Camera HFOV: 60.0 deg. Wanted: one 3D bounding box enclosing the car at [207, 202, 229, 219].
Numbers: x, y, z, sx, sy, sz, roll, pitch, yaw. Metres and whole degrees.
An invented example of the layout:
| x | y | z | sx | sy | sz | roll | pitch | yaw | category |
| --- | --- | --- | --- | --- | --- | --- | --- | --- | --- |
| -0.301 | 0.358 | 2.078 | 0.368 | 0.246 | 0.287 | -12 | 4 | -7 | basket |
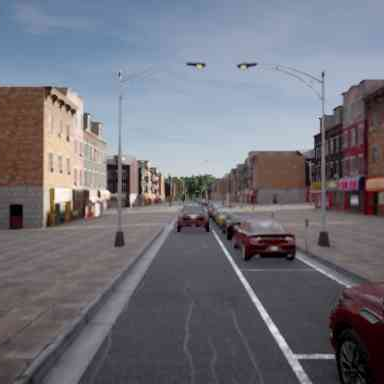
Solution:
| x | y | z | sx | sy | sz | roll | pitch | yaw | category |
| --- | --- | --- | --- | --- | --- | --- | --- | --- | --- |
| 2.613 | 1.867 | 34.725 | 1.967 | 1.590 | 4.097 | 0 | -1 | 0 | car |

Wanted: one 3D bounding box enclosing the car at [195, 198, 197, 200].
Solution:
| x | y | z | sx | sy | sz | roll | pitch | yaw | category |
| --- | --- | --- | --- | --- | --- | --- | --- | --- | --- |
| 2.579 | 2.492 | 82.933 | 2.192 | 1.841 | 5.009 | -1 | -1 | 0 | car |

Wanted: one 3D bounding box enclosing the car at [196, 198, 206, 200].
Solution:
| x | y | z | sx | sy | sz | roll | pitch | yaw | category |
| --- | --- | --- | --- | --- | --- | --- | --- | --- | --- |
| 2.584 | 2.525 | 77.530 | 1.967 | 1.590 | 4.097 | -1 | -1 | 0 | car |

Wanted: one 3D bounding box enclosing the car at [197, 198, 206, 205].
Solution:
| x | y | z | sx | sy | sz | roll | pitch | yaw | category |
| --- | --- | --- | --- | --- | --- | --- | --- | --- | --- |
| 2.576 | 2.586 | 88.335 | 2.192 | 1.841 | 5.009 | -1 | -1 | 0 | car |

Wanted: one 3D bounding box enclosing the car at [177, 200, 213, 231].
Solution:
| x | y | z | sx | sy | sz | roll | pitch | yaw | category |
| --- | --- | --- | --- | --- | --- | --- | --- | --- | --- |
| 0.087 | 1.623 | 22.886 | 2.097 | 1.767 | 4.553 | 0 | -1 | 0 | car |

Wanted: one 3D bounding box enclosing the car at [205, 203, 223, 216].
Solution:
| x | y | z | sx | sy | sz | roll | pitch | yaw | category |
| --- | --- | --- | --- | --- | --- | --- | --- | --- | --- |
| 2.610 | 2.084 | 40.189 | 1.802 | 1.307 | 4.206 | 0 | -1 | 0 | car |

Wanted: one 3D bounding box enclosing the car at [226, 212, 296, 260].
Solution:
| x | y | z | sx | sy | sz | roll | pitch | yaw | category |
| --- | --- | --- | --- | --- | --- | --- | --- | --- | --- |
| 2.627 | 1.693 | 12.858 | 1.887 | 1.381 | 4.507 | 0 | -1 | 0 | car |

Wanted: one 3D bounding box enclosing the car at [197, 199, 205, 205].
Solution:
| x | y | z | sx | sy | sz | roll | pitch | yaw | category |
| --- | --- | --- | --- | --- | --- | --- | --- | --- | --- |
| 2.574 | 2.807 | 93.735 | 1.967 | 1.590 | 4.097 | -1 | -1 | 0 | car |

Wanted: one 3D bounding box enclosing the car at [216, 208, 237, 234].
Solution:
| x | y | z | sx | sy | sz | roll | pitch | yaw | category |
| --- | --- | --- | --- | --- | --- | --- | --- | --- | --- |
| 2.624 | 1.781 | 18.324 | 1.947 | 1.339 | 4.313 | 0 | -1 | 0 | car |

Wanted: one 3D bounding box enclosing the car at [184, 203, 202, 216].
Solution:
| x | y | z | sx | sy | sz | roll | pitch | yaw | category |
| --- | --- | --- | --- | --- | --- | --- | --- | --- | --- |
| 0.075 | 2.050 | 40.286 | 2.033 | 1.411 | 5.357 | 0 | -1 | 0 | car |

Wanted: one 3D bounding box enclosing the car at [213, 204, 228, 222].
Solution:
| x | y | z | sx | sy | sz | roll | pitch | yaw | category |
| --- | --- | --- | --- | --- | --- | --- | --- | --- | --- |
| 2.620 | 1.811 | 23.961 | 1.752 | 1.417 | 4.829 | 0 | -1 | 0 | car |

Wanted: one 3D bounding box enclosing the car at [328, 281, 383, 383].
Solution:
| x | y | z | sx | sy | sz | roll | pitch | yaw | category |
| --- | --- | --- | --- | --- | --- | --- | --- | --- | --- |
| 2.634 | 1.338 | 1.927 | 2.192 | 1.841 | 5.009 | 0 | -1 | 0 | car |
